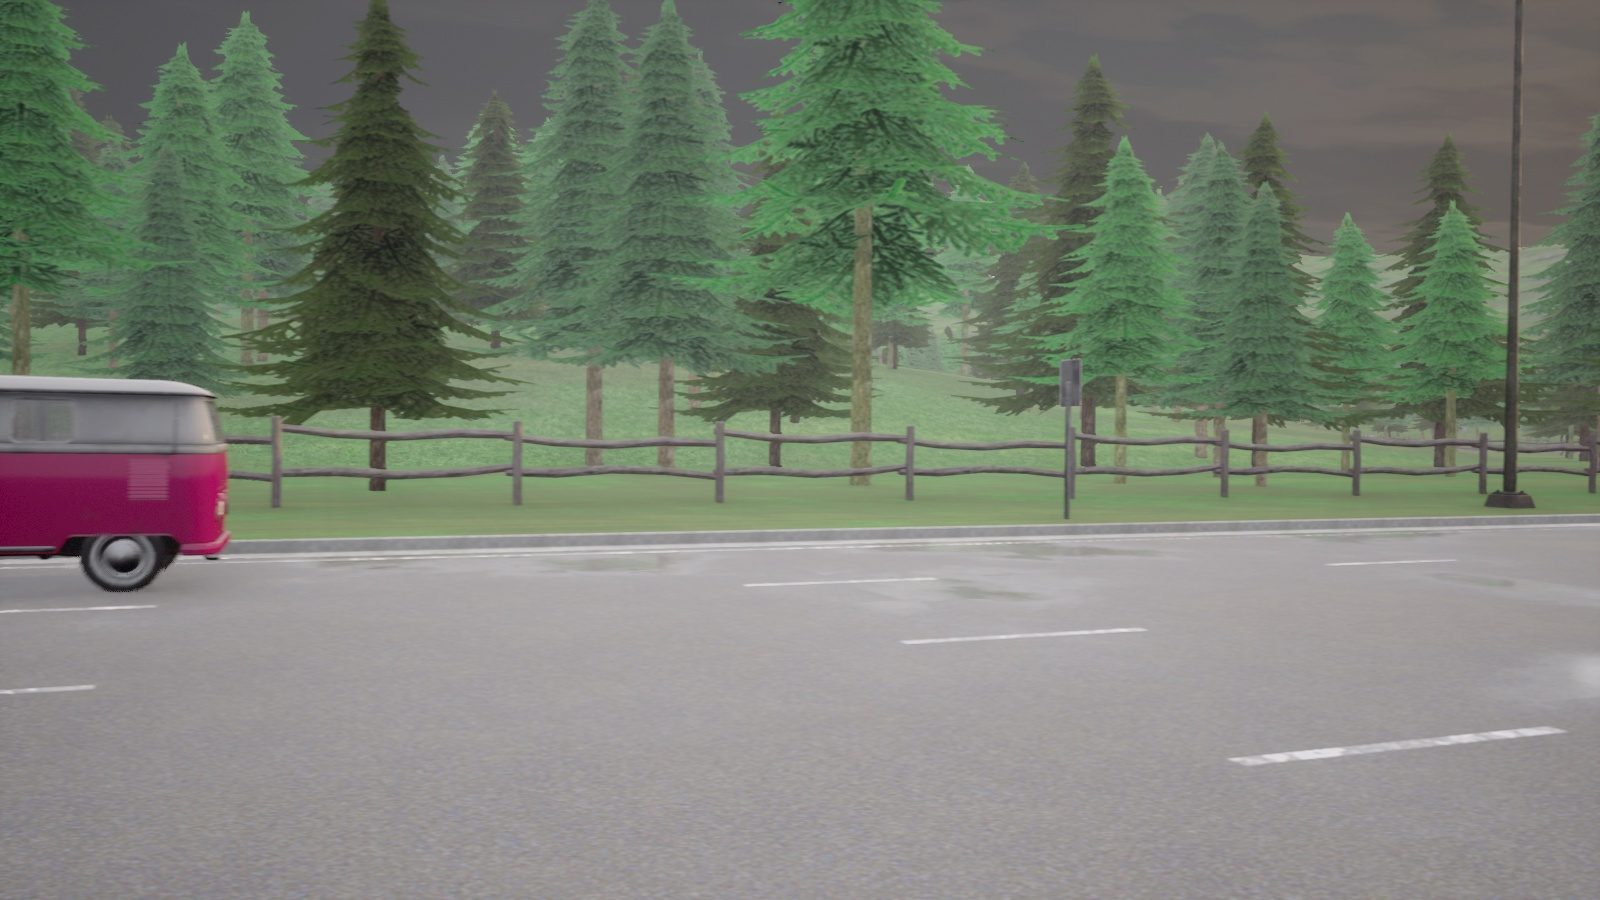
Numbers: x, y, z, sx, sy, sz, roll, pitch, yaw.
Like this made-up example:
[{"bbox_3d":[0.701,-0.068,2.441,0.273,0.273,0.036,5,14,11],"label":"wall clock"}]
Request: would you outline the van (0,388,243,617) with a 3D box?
[{"bbox_3d":[-7.621,0.448,11.574,4.442,1.987,1.775,-1,1,-21],"label":"van"}]
